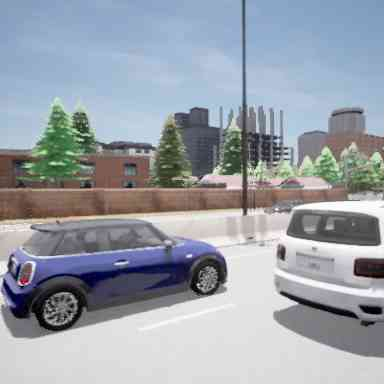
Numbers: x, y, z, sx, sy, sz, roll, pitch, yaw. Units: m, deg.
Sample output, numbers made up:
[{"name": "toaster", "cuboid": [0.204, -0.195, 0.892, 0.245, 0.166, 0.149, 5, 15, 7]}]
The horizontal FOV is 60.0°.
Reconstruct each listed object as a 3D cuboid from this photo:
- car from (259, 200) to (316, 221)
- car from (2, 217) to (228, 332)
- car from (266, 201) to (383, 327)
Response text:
[{"name": "car", "cuboid": [7.836, 1.421, 26.991, 4.892, 1.490, 1.837, 0, 0, -36]}, {"name": "car", "cuboid": [-1.400, 1.354, 7.115, 4.553, 1.767, 2.097, 0, 0, -35]}, {"name": "car", "cuboid": [4.048, 1.188, 6.694, 5.566, 2.045, 2.150, -1, 0, -36]}]
